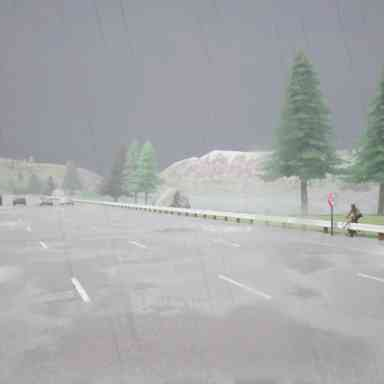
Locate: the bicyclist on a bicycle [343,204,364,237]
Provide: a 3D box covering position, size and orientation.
[{"bbox_3d":[8.095,1.434,16.588,1.656,1.620,0.582,5,-2,-30],"label":"bicyclist on a bicycle"}]

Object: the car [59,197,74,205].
[{"bbox_3d":[-21.663,1.522,57.301,1.812,1.442,4.674,0,0,-30],"label":"car"}]

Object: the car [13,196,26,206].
[{"bbox_3d":[-29.355,1.488,56.549,2.128,1.511,4.902,0,0,-31],"label":"car"}]

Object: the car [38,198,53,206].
[{"bbox_3d":[-24.036,1.597,54.446,1.895,1.301,4.718,0,0,-31],"label":"car"}]

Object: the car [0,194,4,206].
[{"bbox_3d":[-32.004,1.218,54.156,2.150,2.045,5.566,0,0,-31],"label":"car"}]
